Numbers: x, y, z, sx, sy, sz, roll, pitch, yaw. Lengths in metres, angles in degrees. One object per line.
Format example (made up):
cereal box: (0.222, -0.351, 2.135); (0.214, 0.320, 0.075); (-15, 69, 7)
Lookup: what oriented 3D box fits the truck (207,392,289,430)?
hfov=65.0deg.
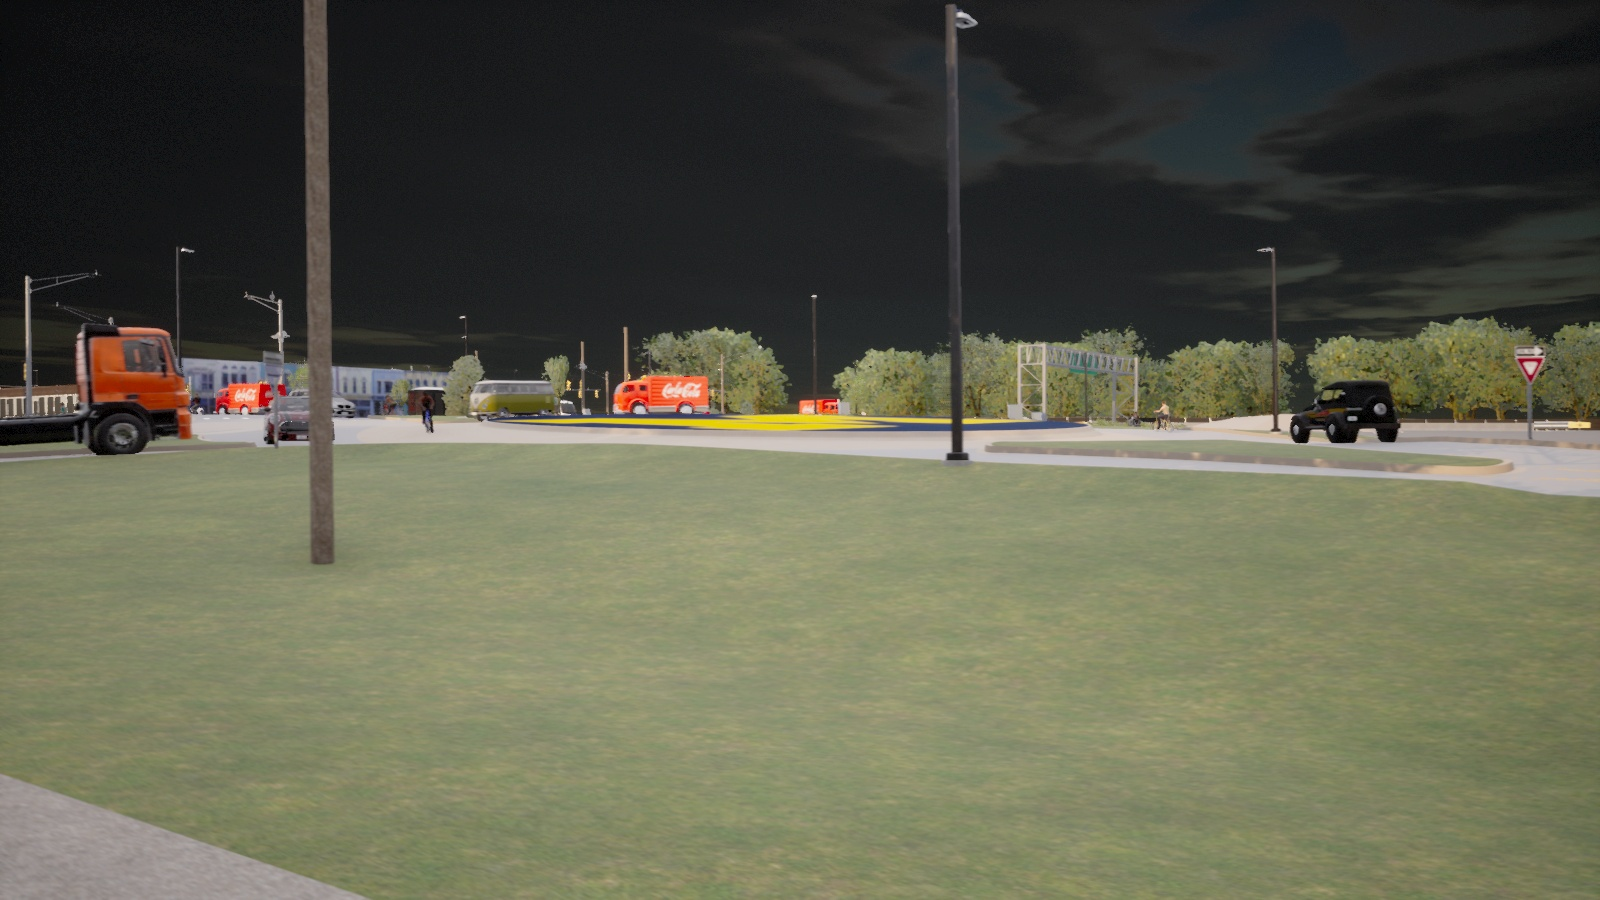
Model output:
truck: (-38.767, -2.700, 88.160); (5.204, 2.467, 2.627); (-1, 0, 30)

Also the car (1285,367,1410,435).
car: (16.732, -1.453, 38.612); (1.905, 1.878, 3.866); (-2, 0, -4)

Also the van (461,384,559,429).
van: (-14.027, -2.127, 61.047); (1.775, 1.987, 4.442); (-2, 2, 37)

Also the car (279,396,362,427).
car: (-27.741, -2.254, 72.620); (4.611, 1.667, 2.242); (3, 2, 35)

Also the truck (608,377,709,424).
truck: (-8.121, -2.825, 72.029); (5.204, 2.467, 2.627); (-2, 0, -20)

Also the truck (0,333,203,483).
truck: (-19.878, -1.016, 31.762); (7.936, 3.462, 2.891); (-7, 5, -37)

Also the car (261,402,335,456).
car: (-17.588, -0.791, 43.899); (2.097, 1.767, 4.553); (-1, 3, -25)
